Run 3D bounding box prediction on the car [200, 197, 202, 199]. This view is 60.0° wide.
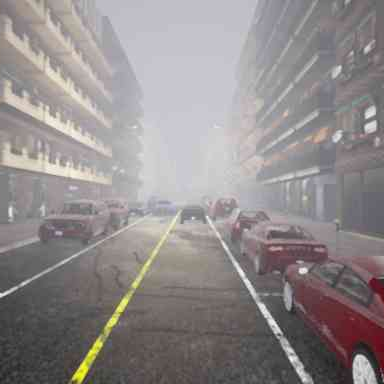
[{"bbox_3d":[0.086,1.648,41.643,1.895,1.301,4.718,0,0,0],"label":"car"}]

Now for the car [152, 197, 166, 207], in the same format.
[{"bbox_3d":[-5.319,1.628,54.468,1.887,1.381,4.507,1,0,0],"label":"car"}]

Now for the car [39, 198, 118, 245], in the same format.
[{"bbox_3d":[-5.297,1.325,15.754,2.192,1.841,5.009,1,0,0],"label":"car"}]

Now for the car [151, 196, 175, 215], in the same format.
[{"bbox_3d":[-2.763,1.510,34.057,1.882,1.535,5.008,0,0,0],"label":"car"}]

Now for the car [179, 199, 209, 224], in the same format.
[{"bbox_3d":[0.091,1.524,25.095,1.837,1.490,4.892,0,0,0],"label":"car"}]

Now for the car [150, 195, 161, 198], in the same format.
[{"bbox_3d":[-5.311,1.382,48.937,2.192,1.841,5.009,1,0,0],"label":"car"}]

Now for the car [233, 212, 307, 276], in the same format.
[{"bbox_3d":[2.581,1.549,10.165,1.887,1.381,4.507,1,0,0],"label":"car"}]

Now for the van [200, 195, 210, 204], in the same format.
[{"bbox_3d":[2.527,1.462,65.479,1.690,1.788,3.998,1,0,0],"label":"van"}]

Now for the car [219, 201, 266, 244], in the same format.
[{"bbox_3d":[2.588,1.449,15.697,1.967,1.590,4.097,1,0,0],"label":"car"}]

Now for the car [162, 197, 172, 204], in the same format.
[{"bbox_3d":[-5.326,1.726,71.061,1.802,1.307,4.206,1,0,0],"label":"car"}]

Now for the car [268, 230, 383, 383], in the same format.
[{"bbox_3d":[2.583,1.546,4.635,1.887,1.381,4.507,1,0,0],"label":"car"}]

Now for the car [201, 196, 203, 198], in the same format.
[{"bbox_3d":[2.530,1.648,48.884,1.802,1.307,4.206,1,0,0],"label":"car"}]

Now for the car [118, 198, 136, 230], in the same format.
[{"bbox_3d":[-5.299,1.330,21.284,2.192,1.841,5.009,1,0,0],"label":"car"}]

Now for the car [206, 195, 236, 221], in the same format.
[{"bbox_3d":[2.545,1.335,26.759,2.192,1.841,5.009,1,0,0],"label":"car"}]

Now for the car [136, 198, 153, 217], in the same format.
[{"bbox_3d":[-5.309,1.596,32.347,1.947,1.339,4.313,1,0,0],"label":"car"}]

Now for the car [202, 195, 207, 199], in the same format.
[{"bbox_3d":[2.537,1.480,37.822,1.967,1.590,4.097,1,0,0],"label":"car"}]
